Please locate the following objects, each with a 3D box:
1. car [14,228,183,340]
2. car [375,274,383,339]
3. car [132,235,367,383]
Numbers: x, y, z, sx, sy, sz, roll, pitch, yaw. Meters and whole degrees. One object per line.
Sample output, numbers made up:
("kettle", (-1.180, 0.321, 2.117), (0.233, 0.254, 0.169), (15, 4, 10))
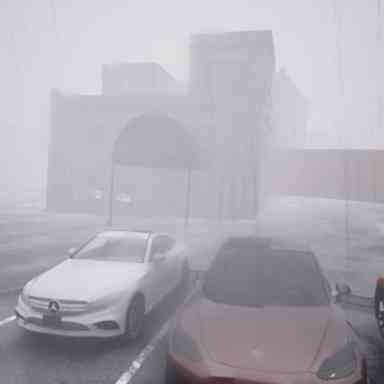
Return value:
("car", (-1.325, 1.510, 6.757), (2.002, 1.452, 4.674), (1, -1, 14))
("car", (3.554, 1.346, 3.426), (2.185, 1.767, 4.553), (0, -1, 14))
("car", (1.115, 1.500, 5.076), (2.163, 1.488, 4.792), (1, -1, 14))
